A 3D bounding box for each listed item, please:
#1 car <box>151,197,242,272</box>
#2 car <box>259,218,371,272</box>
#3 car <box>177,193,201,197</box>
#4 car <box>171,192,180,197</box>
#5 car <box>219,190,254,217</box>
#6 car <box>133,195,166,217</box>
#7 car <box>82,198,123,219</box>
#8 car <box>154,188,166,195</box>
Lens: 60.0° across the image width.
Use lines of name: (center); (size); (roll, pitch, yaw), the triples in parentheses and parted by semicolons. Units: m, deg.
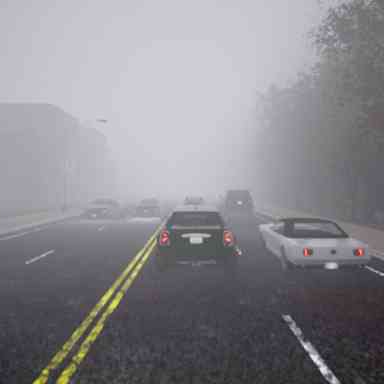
car: (0.111, 1.189, 10.375); (2.097, 1.767, 4.553); (0, 1, 0)
car: (3.362, 1.442, 10.196); (1.895, 1.301, 4.718); (0, 1, 0)
car: (0.140, 1.073, 26.971); (2.128, 1.511, 4.902); (0, 1, 0)
car: (-3.149, 0.554, 67.254); (1.895, 1.301, 4.718); (0, 1, 0)
car: (3.389, 0.817, 26.123); (2.150, 2.045, 5.566); (0, 1, 0)
car: (-3.308, 1.162, 25.836); (1.994, 1.385, 4.181); (0, 1, 0)
car: (-6.562, 1.158, 24.968); (2.033, 1.411, 5.357); (0, 1, 0)
car: (-6.399, 0.179, 67.242); (2.150, 2.045, 5.566); (0, 1, 0)
